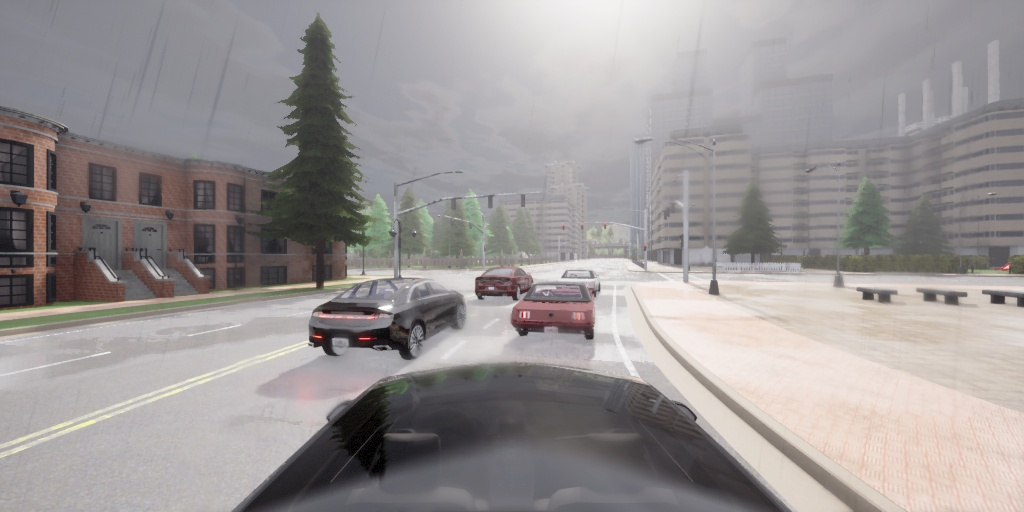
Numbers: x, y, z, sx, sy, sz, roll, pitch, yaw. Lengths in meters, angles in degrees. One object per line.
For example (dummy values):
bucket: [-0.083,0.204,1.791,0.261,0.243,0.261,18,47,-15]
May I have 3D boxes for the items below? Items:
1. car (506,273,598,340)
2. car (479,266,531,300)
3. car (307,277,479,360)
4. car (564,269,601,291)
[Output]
car: [1.381,1.351,10.098,1.895,1.301,4.718,0,0,13]
car: [-0.237,1.228,17.645,1.882,1.535,5.008,0,0,15]
car: [-2.491,1.242,8.428,2.128,1.511,4.902,0,0,9]
car: [3.634,1.351,18.986,1.895,1.301,4.718,0,0,17]
